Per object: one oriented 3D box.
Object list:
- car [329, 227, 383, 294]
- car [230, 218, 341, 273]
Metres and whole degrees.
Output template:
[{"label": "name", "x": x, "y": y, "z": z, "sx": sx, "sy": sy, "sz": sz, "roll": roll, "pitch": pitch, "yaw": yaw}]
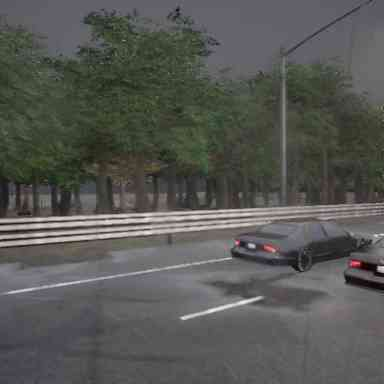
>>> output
[{"label": "car", "x": 5.755, "y": 1.542, "z": 7.854, "sx": 5.357, "sy": 1.411, "sz": 2.033, "roll": 0, "pitch": 0, "yaw": -35}, {"label": "car", "x": 3.697, "y": 1.542, "z": 10.686, "sx": 5.357, "sy": 1.411, "sz": 2.033, "roll": 0, "pitch": 0, "yaw": -35}]
